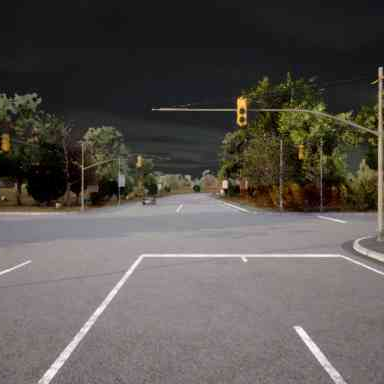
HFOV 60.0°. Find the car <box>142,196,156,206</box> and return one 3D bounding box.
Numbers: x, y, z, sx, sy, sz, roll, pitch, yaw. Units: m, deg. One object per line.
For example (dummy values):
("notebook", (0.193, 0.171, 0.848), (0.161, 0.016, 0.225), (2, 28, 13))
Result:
("car", (-7.000, 1.489, 54.525), (2.128, 1.511, 4.902), (0, 0, 0))
